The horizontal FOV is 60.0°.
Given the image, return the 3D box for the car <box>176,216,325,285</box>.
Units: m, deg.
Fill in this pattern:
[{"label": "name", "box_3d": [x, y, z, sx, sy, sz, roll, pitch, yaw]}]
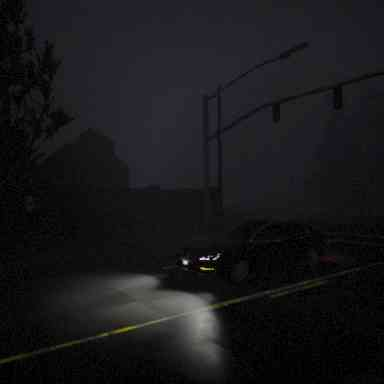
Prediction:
[{"label": "car", "box_3d": [1.827, 1.492, 9.535, 4.892, 1.490, 1.837, 1, 0, -35]}]
